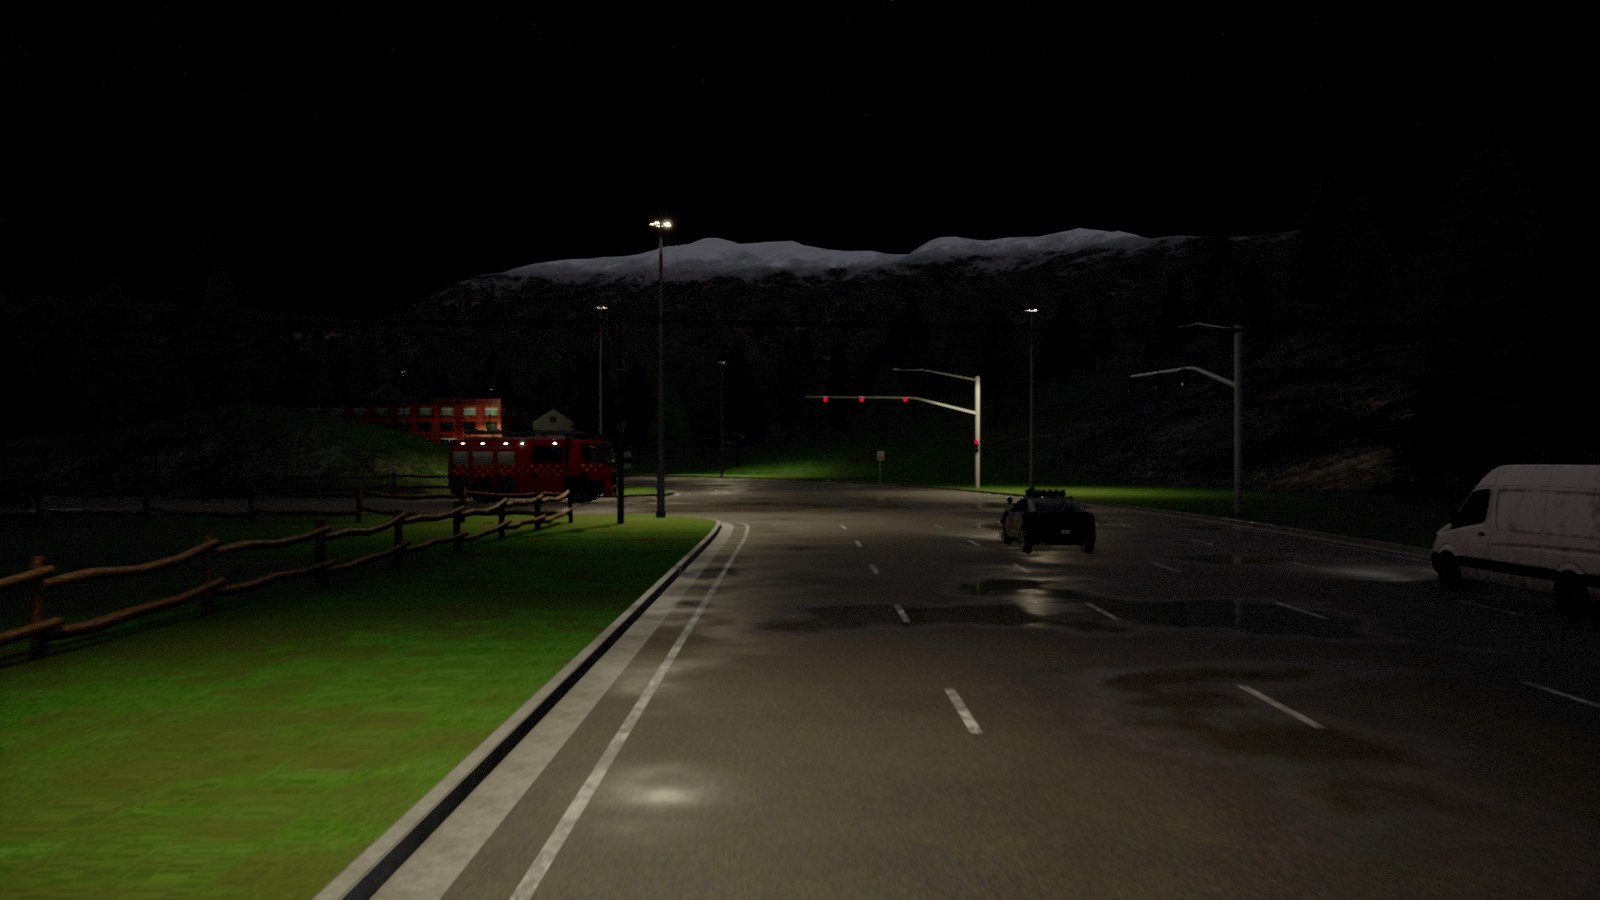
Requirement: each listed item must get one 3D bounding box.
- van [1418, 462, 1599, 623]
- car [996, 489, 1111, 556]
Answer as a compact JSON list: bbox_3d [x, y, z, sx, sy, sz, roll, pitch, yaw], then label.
[{"bbox_3d":[13.991,1.534,21.056,1.988,2.561,5.915,0,0,0],"label":"van"},{"bbox_3d":[7.097,1.982,32.557,2.097,1.638,5.238,0,-1,0],"label":"car"}]
